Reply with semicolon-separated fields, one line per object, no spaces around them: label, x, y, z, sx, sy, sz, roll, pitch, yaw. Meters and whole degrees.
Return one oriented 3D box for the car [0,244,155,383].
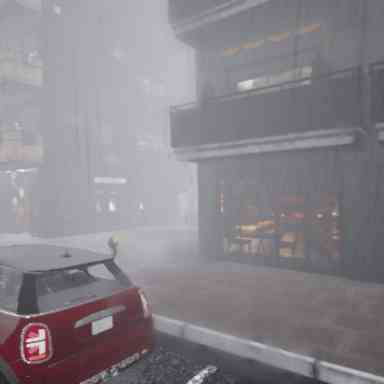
car;-2.543;1.463;4.692;4.097;1.590;1.967;0;-1;35
